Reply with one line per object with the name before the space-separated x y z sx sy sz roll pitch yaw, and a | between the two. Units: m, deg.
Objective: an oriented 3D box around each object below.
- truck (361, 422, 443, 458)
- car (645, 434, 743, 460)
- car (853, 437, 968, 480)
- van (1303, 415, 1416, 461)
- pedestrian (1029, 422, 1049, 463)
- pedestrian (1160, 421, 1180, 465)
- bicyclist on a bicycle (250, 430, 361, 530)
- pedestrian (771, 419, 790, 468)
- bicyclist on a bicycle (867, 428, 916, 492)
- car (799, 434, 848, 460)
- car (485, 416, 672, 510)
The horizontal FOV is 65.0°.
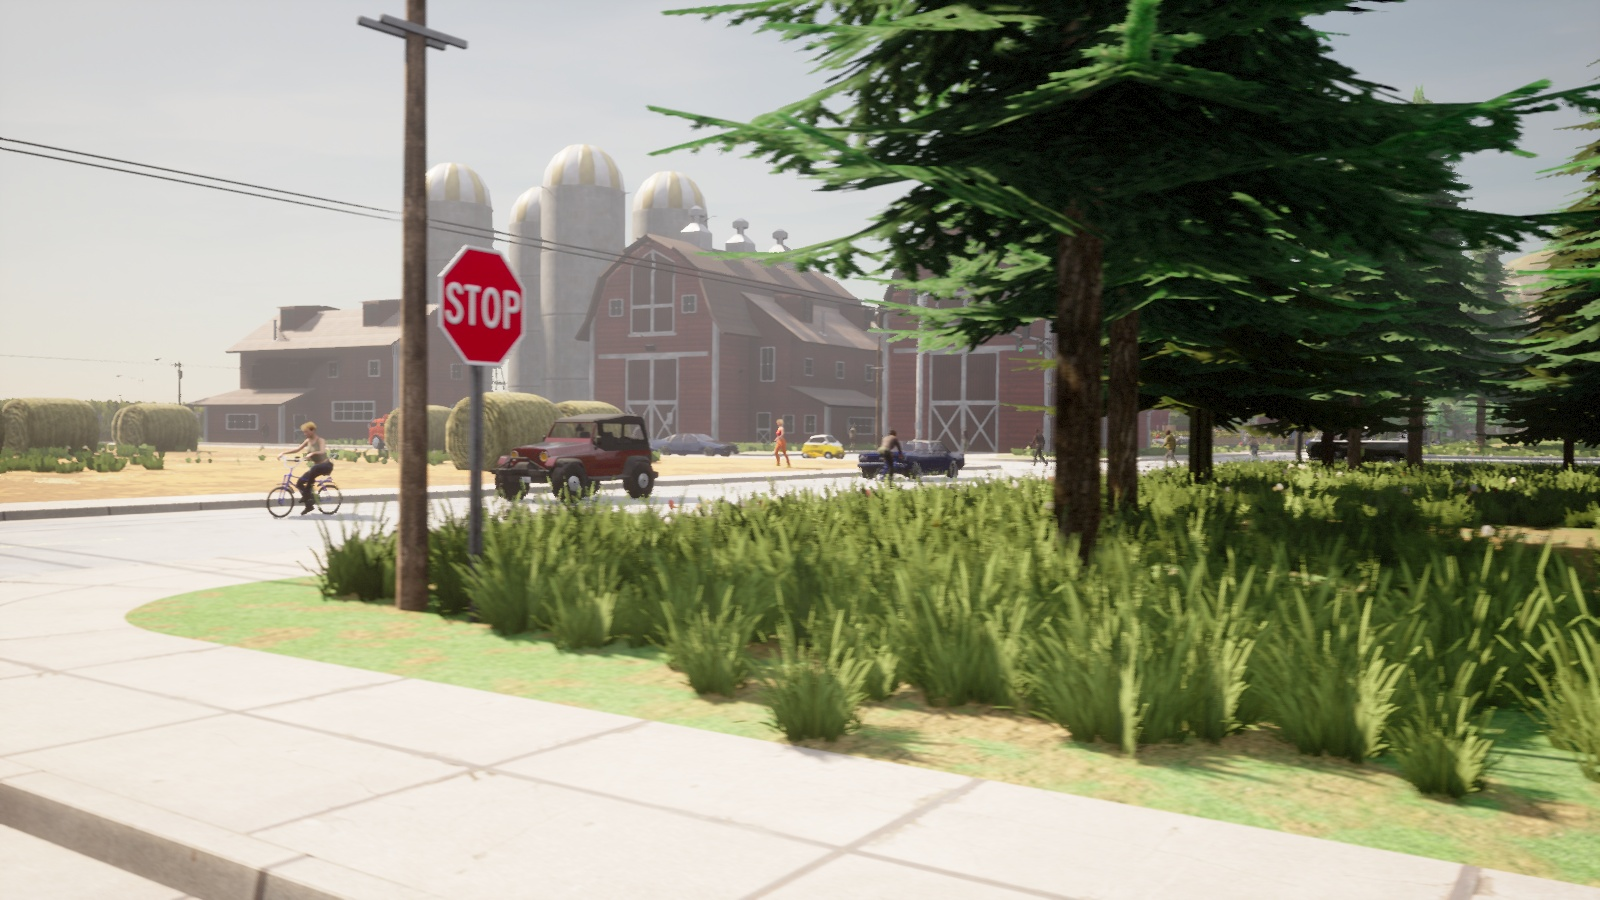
truck | -27.885 -0.728 88.022 5.204 2.467 2.627 0 1 30
car | -6.049 -0.155 71.427 5.357 1.411 2.033 0 1 30
car | 3.730 0.257 41.459 1.895 1.301 4.718 0 1 31
van | 25.518 -0.555 57.290 4.480 2.038 2.069 0 1 30
pedestrian | 10.764 -0.339 56.592 0.869 1.805 0.328 0 1 43
pedestrian | 15.552 -0.310 52.737 0.726 1.835 0.370 0 1 35
bicyclist on a bicycle | -8.368 0.478 21.302 0.866 1.612 1.509 0 1 31
pedestrian | -0.714 -0.250 46.881 0.594 1.836 0.345 -1 1 -27
bicyclist on a bicycle | 2.375 0.248 32.396 0.582 1.620 1.656 0 1 31
car | 1.258 -0.157 67.219 2.207 1.376 1.481 0 1 30
car | -4.740 0.220 27.340 1.905 1.878 3.866 0 1 31
